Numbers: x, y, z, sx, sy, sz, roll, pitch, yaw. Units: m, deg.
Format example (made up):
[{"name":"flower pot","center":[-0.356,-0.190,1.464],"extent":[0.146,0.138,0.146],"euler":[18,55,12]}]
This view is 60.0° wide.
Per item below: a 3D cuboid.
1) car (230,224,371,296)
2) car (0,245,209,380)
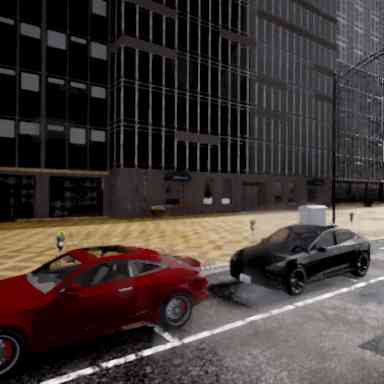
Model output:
[{"name":"car","center":[2.967,1.552,8.666],"extent":[4.313,1.339,1.947],"euler":[0,1,-35]},{"name":"car","center":[-1.631,1.579,5.387],"extent":[4.206,1.307,1.802],"euler":[0,1,-35]}]
